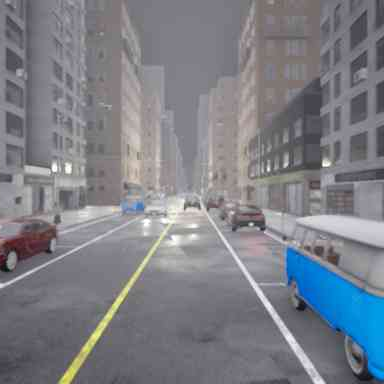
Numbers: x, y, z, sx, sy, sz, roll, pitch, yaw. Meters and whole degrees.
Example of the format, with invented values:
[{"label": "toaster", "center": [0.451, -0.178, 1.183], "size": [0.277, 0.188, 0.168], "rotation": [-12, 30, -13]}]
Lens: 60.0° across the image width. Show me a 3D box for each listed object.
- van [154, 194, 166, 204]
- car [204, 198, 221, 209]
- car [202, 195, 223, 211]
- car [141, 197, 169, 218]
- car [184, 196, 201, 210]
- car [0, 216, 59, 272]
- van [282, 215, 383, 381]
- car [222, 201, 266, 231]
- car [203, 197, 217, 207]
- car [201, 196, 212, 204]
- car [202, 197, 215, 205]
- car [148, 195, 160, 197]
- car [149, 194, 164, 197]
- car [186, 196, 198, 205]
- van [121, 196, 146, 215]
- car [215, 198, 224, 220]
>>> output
[{"label": "van", "center": [-5.853, 1.229, 61.036], "size": [1.690, 1.788, 3.998], "rotation": [0, 0, 0]}, {"label": "car", "center": [2.671, 1.474, 44.284], "size": [2.008, 1.369, 4.403], "rotation": [0, 0, 0]}, {"label": "car", "center": [2.671, 1.250, 38.698], "size": [2.192, 1.841, 5.009], "rotation": [0, 0, 0]}, {"label": "car", "center": [-3.094, 1.478, 29.506], "size": [1.812, 1.442, 4.674], "rotation": [0, 0, 0]}, {"label": "car", "center": [0.051, 1.281, 41.916], "size": [2.097, 1.767, 4.553], "rotation": [0, 0, 1]}, {"label": "car", "center": [-5.855, 1.530, 10.763], "size": [1.887, 1.381, 4.507], "rotation": [0, 0, 0]}, {"label": "van", "center": [2.670, 1.335, 5.188], "size": [1.690, 1.788, 3.998], "rotation": [0, 0, 0]}, {"label": "car", "center": [3.146, 1.473, 20.086], "size": [1.837, 1.490, 4.892], "rotation": [0, 0, 0]}, {"label": "car", "center": [2.671, 1.478, 49.868], "size": [1.947, 1.339, 4.313], "rotation": [0, 0, 0]}, {"label": "car", "center": [2.671, 1.470, 61.039], "size": [1.802, 1.307, 4.206], "rotation": [0, 0, 0]}, {"label": "car", "center": [2.672, 1.466, 55.453], "size": [1.947, 1.339, 4.313], "rotation": [0, 0, 0]}, {"label": "car", "center": [-5.854, 1.489, 44.279], "size": [1.947, 1.339, 4.313], "rotation": [0, 0, 0]}, {"label": "car", "center": [-5.853, 1.227, 49.863], "size": [2.192, 1.841, 5.009], "rotation": [0, 0, 0]}, {"label": "car", "center": [0.031, 1.422, 57.313], "size": [1.812, 1.442, 4.674], "rotation": [0, 0, 3]}, {"label": "van", "center": [-5.854, 1.287, 33.107], "size": [1.690, 1.788, 3.998], "rotation": [0, 0, 0]}, {"label": "car", "center": [3.149, 1.483, 27.085], "size": [1.812, 1.442, 4.674], "rotation": [0, 0, 0]}]
